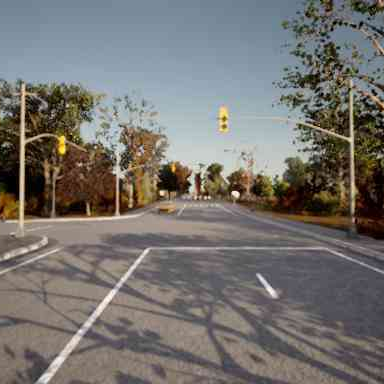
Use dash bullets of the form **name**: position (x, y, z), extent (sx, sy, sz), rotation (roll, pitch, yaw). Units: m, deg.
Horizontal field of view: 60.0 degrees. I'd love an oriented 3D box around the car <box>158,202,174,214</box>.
- **car**: position (-3.397, 2.025, 43.727), extent (1.882, 1.535, 5.008), rotation (0, 0, 0)
